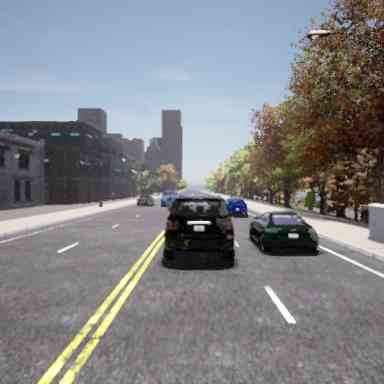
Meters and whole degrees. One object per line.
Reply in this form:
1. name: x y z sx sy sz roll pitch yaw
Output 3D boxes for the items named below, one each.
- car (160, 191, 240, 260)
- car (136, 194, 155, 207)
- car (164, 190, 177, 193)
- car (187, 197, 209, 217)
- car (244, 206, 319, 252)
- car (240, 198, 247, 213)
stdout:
1. car: 0.252 1.111 12.097 2.150 2.045 5.566 0 0 1
2. car: -5.964 1.092 43.042 1.837 1.490 4.892 0 0 1
3. car: -2.726 0.824 42.364 2.150 2.045 5.566 0 1 1
4. car: 0.506 1.263 29.156 1.812 1.442 4.674 0 1 1
5. car: 3.523 1.457 13.442 1.994 1.385 4.181 0 1 1
6. car: 3.766 1.224 29.681 1.882 1.535 5.008 0 1 1
